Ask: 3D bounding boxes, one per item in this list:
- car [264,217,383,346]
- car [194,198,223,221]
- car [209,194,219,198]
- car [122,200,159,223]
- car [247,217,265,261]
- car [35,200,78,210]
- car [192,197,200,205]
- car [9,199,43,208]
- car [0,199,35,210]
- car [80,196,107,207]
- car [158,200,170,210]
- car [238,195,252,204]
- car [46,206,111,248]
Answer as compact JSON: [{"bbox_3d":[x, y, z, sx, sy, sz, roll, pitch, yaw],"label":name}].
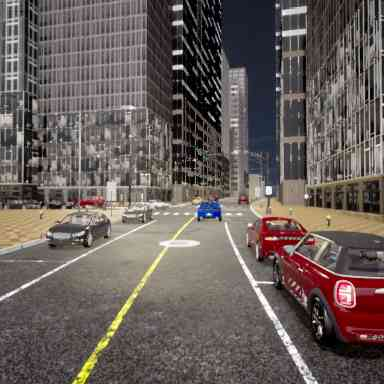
[{"bbox_3d":[2.816,1.442,6.312,1.967,1.590,4.097,1,0,2],"label":"car"},{"bbox_3d":[1.485,1.498,27.119,1.882,1.535,5.008,0,0,5],"label":"car"},{"bbox_3d":[5.173,1.503,78.751,2.192,1.841,5.009,1,0,14],"label":"car"},{"bbox_3d":[-4.124,1.577,25.652,2.008,1.369,4.403,1,0,5],"label":"car"},{"bbox_3d":[3.009,1.549,11.951,1.887,1.381,4.507,1,0,3],"label":"car"},{"bbox_3d":[-16.950,1.643,41.917,4.313,1.339,1.947,0,-1,13],"label":"car"},{"bbox_3d":[1.175,1.650,62.513,1.752,1.417,4.829,1,0,12],"label":"car"},{"bbox_3d":[-26.022,1.841,52.169,4.403,1.369,2.008,0,-1,13],"label":"car"},{"bbox_3d":[-22.390,1.660,43.208,4.403,1.369,2.008,0,-1,13],"label":"car"},{"bbox_3d":[-15.136,1.542,49.588,5.009,1.841,2.192,0,-1,13],"label":"car"},{"bbox_3d":[-5.359,1.707,44.011,4.718,1.301,1.895,-1,-1,30],"label":"car"},{"bbox_3d":[10.092,1.420,65.065,2.192,1.841,5.009,1,0,13],"label":"car"},{"bbox_3d":[-4.877,1.563,14.861,2.008,1.369,4.403,1,0,3],"label":"car"}]
